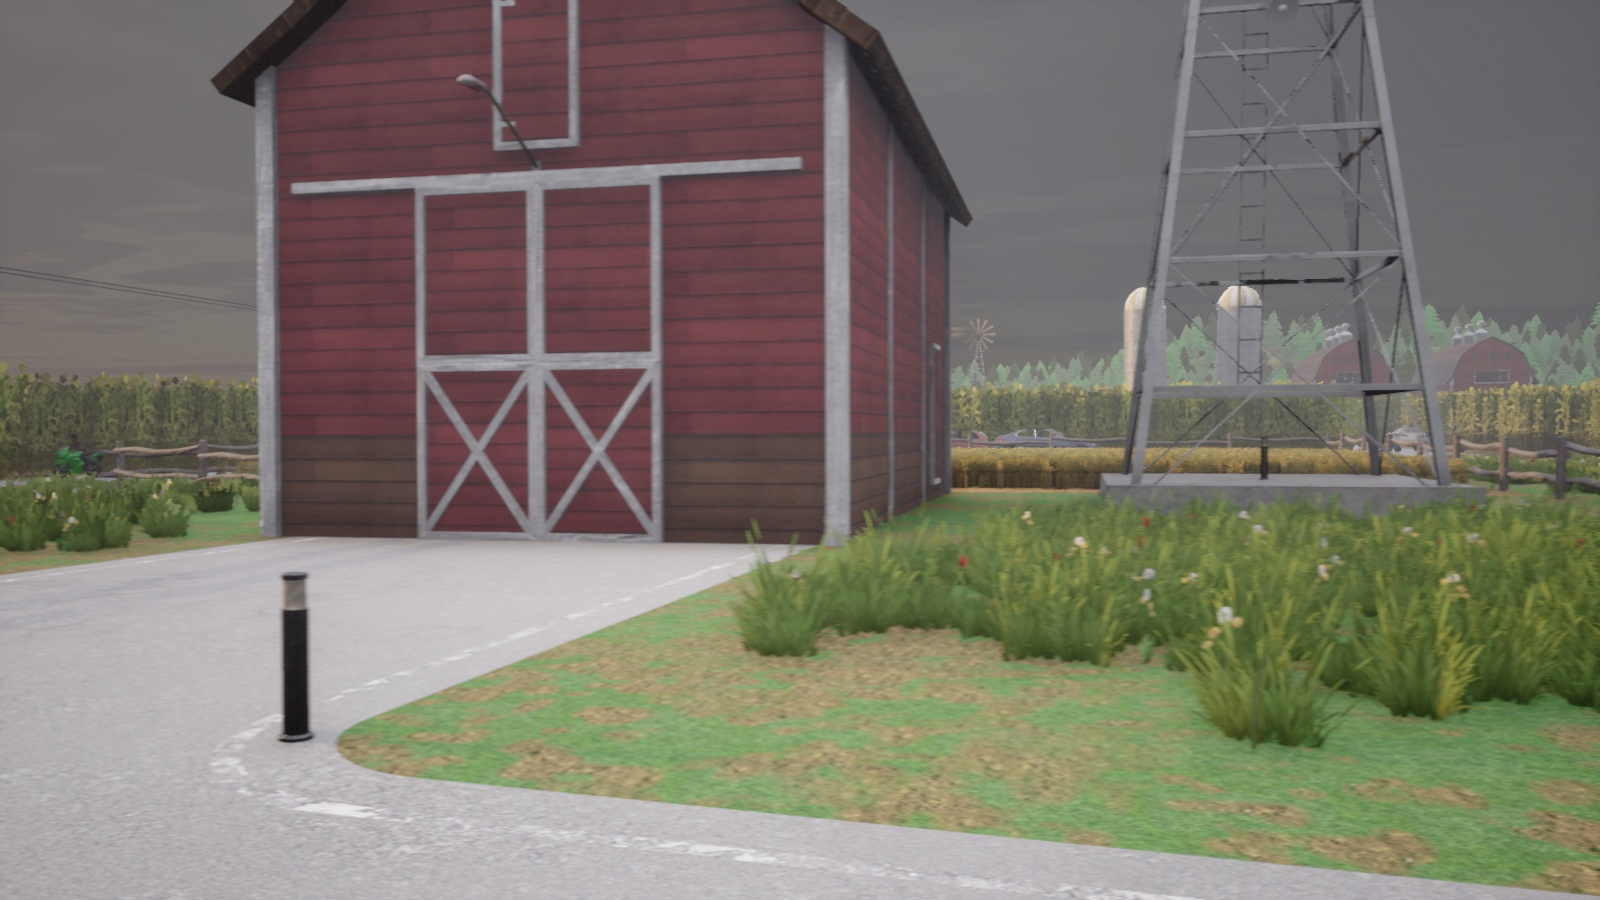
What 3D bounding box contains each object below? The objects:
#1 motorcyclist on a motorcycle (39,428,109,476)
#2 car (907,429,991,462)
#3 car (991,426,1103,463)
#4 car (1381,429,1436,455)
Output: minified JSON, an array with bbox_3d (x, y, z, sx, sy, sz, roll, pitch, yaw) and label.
[{"bbox_3d":[-23.950,0.054,41.480,0.797,1.523,2.044,0,1,13],"label":"motorcyclist on a motorcycle"},{"bbox_3d":[7.463,-0.252,62.737,3.988,1.617,1.851,0,1,13],"label":"car"},{"bbox_3d":[11.539,-0.290,58.616,5.027,1.651,2.152,0,1,13],"label":"car"},{"bbox_3d":[39.616,-0.563,81.870,2.152,1.651,5.027,0,1,13],"label":"car"}]
